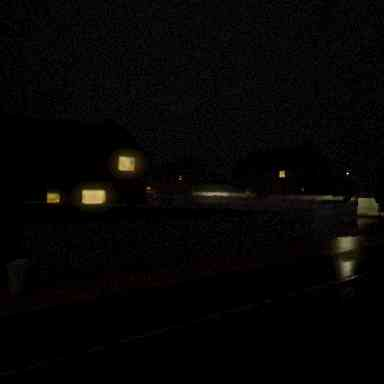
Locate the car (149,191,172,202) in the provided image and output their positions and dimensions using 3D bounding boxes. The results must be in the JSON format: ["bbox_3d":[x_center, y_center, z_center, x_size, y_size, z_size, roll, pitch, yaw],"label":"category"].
[{"bbox_3d":[-4.675,0.626,49.236,2.097,1.767,4.553,0,1,-35],"label":"car"}]

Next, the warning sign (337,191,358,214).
[{"bbox_3d":[13.323,0.869,28.488,1.300,1.860,1.060,-1,0,-36],"label":"warning sign"}]
